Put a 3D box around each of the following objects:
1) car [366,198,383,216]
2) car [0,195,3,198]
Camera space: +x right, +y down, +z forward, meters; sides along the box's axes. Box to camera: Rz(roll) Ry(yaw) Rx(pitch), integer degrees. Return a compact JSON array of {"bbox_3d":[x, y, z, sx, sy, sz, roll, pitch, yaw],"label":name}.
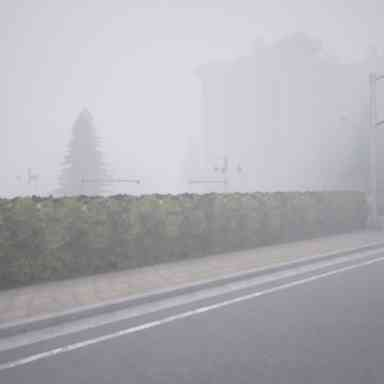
[{"bbox_3d":[13.861,1.162,25.119,1.882,1.535,5.008,-1,0,-38],"label":"car"},{"bbox_3d":[-40.230,1.293,67.297,3.633,1.501,1.845,-1,0,-37],"label":"car"}]
